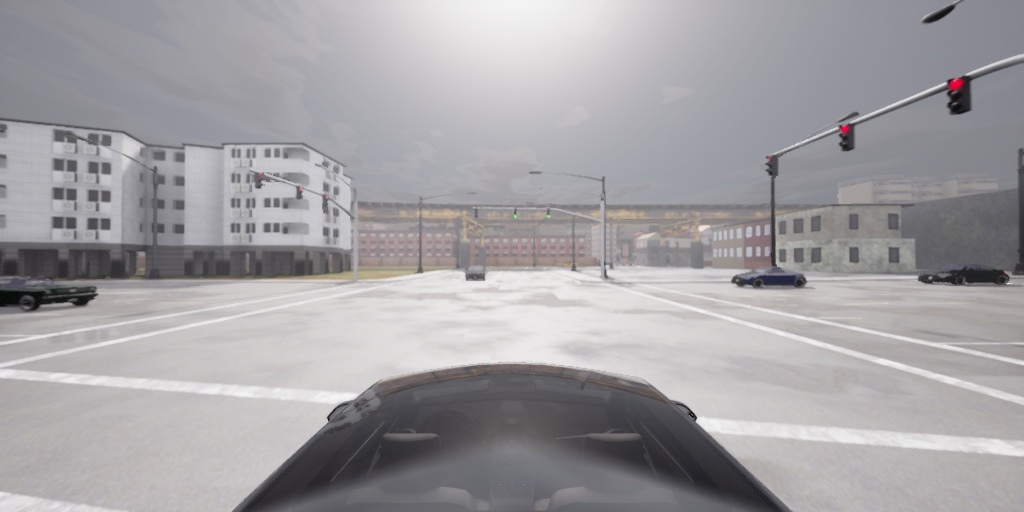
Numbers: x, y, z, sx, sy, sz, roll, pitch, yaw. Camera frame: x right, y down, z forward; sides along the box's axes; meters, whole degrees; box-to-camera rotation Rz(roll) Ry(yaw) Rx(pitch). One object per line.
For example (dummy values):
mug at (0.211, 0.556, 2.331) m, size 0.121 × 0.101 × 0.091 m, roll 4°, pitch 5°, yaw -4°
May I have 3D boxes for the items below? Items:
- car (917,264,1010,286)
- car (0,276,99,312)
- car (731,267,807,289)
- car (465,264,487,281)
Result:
car at (29.632, 1.215, 23.641) m, size 4.181 × 1.385 × 1.994 m, roll -1°, pitch -1°, yaw 2°
car at (-19.968, 1.478, 14.548) m, size 4.718 × 1.301 × 1.895 m, roll 0°, pitch -1°, yaw 1°
car at (17.022, 1.409, 23.892) m, size 4.181 × 1.385 × 1.994 m, roll -1°, pitch -1°, yaw 1°
car at (-3.479, 1.606, 34.887) m, size 1.882 × 1.535 × 5.008 m, roll 0°, pitch 0°, yaw -4°
